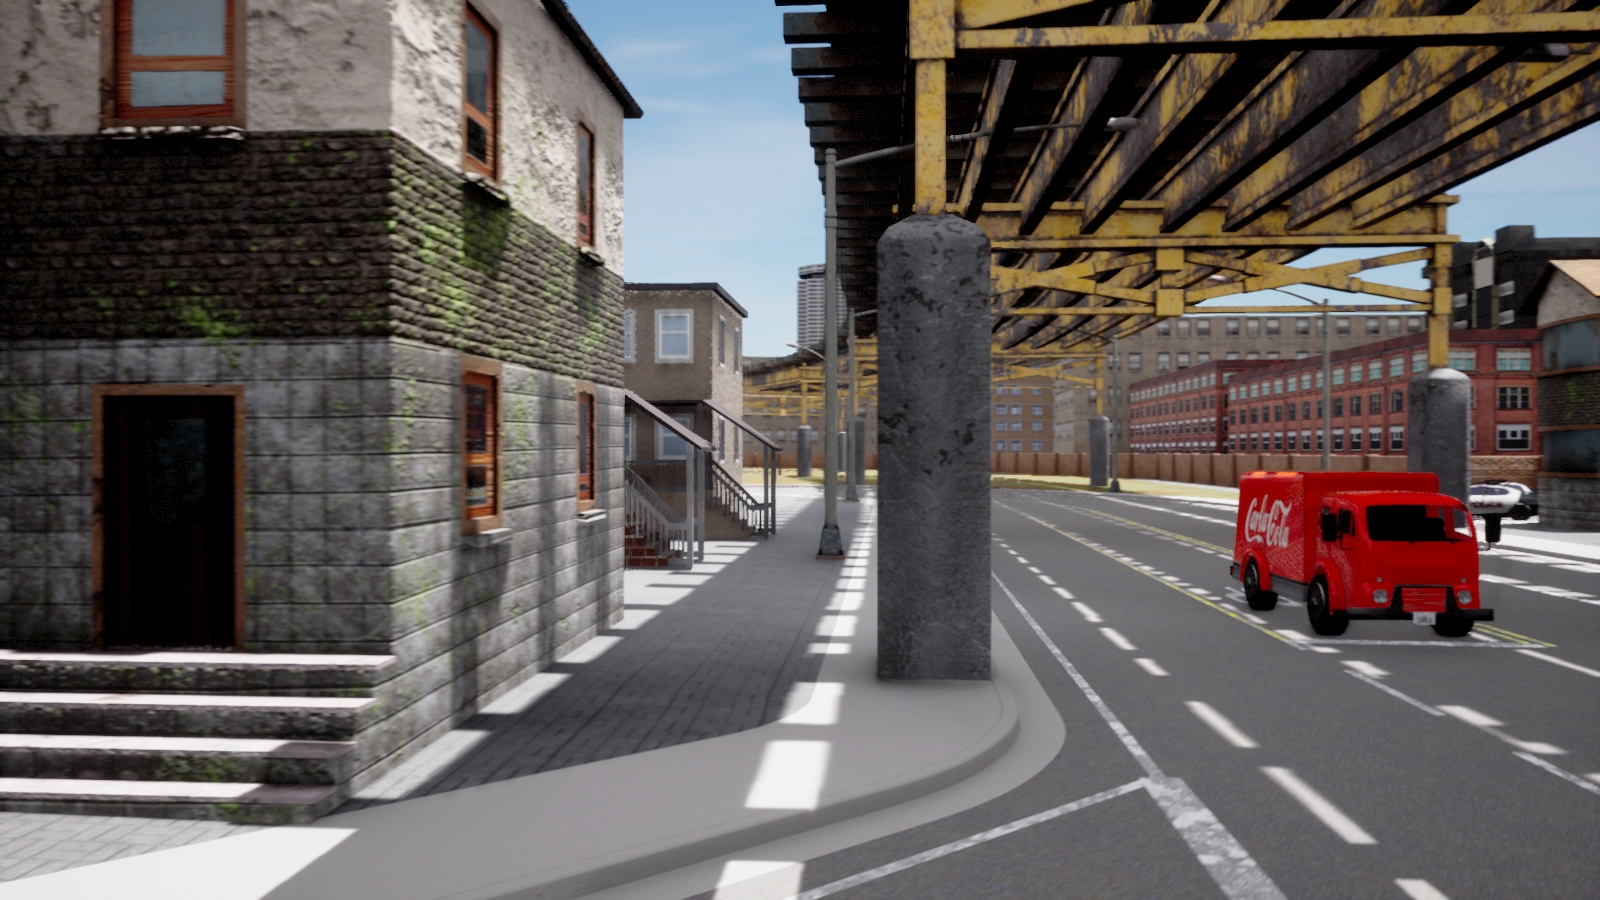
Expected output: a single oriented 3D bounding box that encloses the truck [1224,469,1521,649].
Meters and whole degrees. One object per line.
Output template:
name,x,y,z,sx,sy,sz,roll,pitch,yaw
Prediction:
truck,9.077,1.580,18.816,2.627,2.467,5.204,0,0,5
